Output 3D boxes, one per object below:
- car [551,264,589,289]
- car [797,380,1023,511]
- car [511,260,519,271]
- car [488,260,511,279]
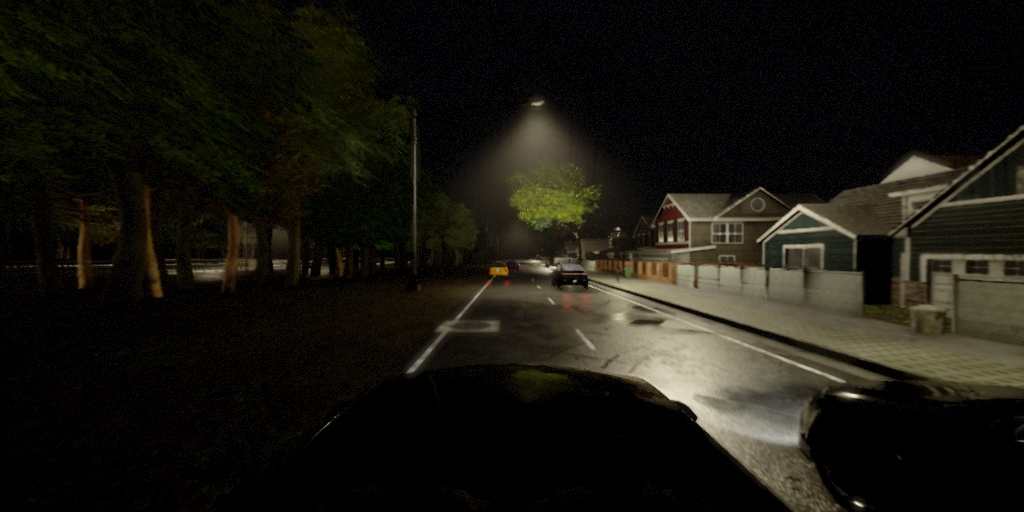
[{"bbox_3d":[3.602,1.250,22.933,2.128,1.511,4.902,0,0,0],"label":"car"},{"bbox_3d":[3.599,1.314,1.535,1.994,1.385,4.181,0,0,0],"label":"car"},{"bbox_3d":[0.014,1.395,52.132,1.994,1.385,4.181,0,0,0],"label":"car"},{"bbox_3d":[-1.222,1.231,33.032,1.801,1.575,5.366,0,0,0],"label":"car"}]
